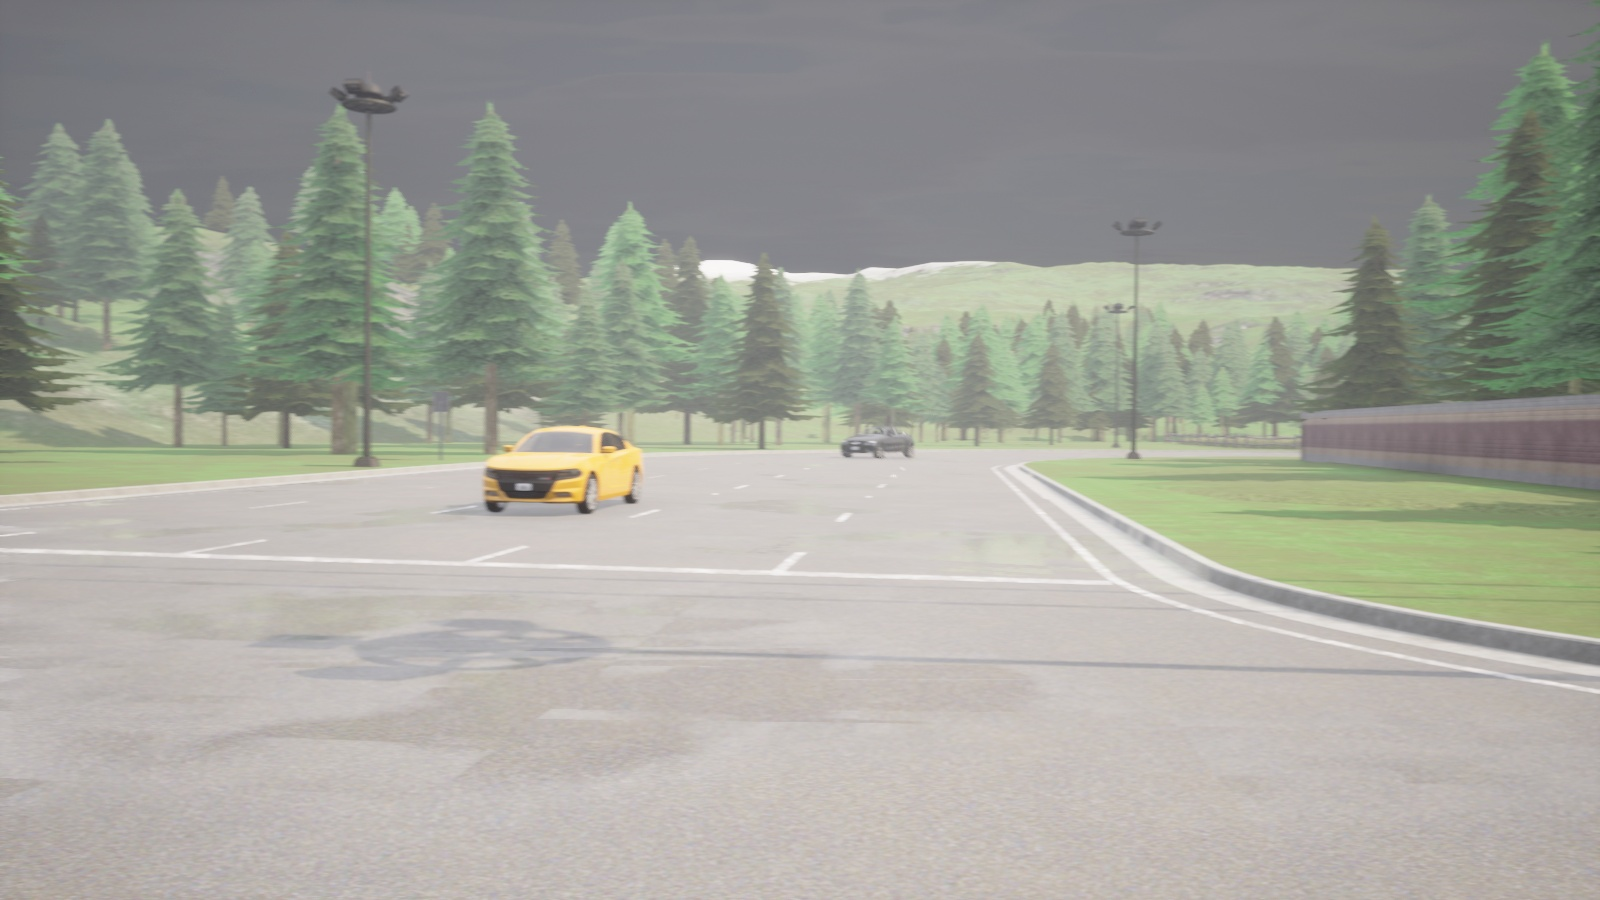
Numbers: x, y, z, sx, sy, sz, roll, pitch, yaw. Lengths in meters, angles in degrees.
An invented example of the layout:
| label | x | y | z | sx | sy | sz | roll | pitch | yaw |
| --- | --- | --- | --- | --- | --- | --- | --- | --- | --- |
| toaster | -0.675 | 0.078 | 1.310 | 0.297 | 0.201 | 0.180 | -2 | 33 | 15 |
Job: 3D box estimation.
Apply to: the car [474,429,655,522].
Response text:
| label | x | y | z | sx | sy | sz | roll | pitch | yaw |
| --- | --- | --- | --- | --- | --- | --- | --- | --- | --- |
| car | -4.227 | 0.393 | 23.470 | 1.882 | 1.535 | 5.008 | 0 | 1 | 7 |

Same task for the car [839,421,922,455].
| label | x | y | z | sx | sy | sz | roll | pitch | yaw |
| --- | --- | --- | --- | --- | --- | --- | --- | --- | --- |
| car | 4.215 | -0.643 | 65.040 | 2.152 | 1.651 | 5.027 | 0 | 1 | 32 |
